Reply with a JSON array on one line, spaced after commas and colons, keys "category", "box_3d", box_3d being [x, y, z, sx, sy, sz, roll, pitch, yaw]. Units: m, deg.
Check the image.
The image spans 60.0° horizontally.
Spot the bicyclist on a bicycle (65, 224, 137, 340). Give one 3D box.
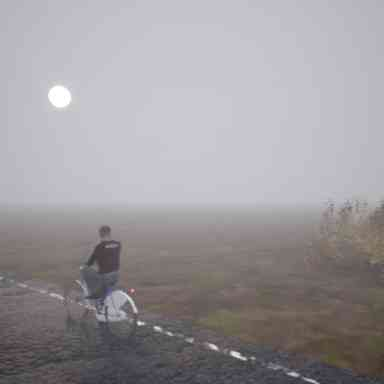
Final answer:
[{"category": "bicyclist on a bicycle", "box_3d": [-1.569, 1.397, 5.463, 1.843, 1.776, 0.659, 0, 0, 36]}]
